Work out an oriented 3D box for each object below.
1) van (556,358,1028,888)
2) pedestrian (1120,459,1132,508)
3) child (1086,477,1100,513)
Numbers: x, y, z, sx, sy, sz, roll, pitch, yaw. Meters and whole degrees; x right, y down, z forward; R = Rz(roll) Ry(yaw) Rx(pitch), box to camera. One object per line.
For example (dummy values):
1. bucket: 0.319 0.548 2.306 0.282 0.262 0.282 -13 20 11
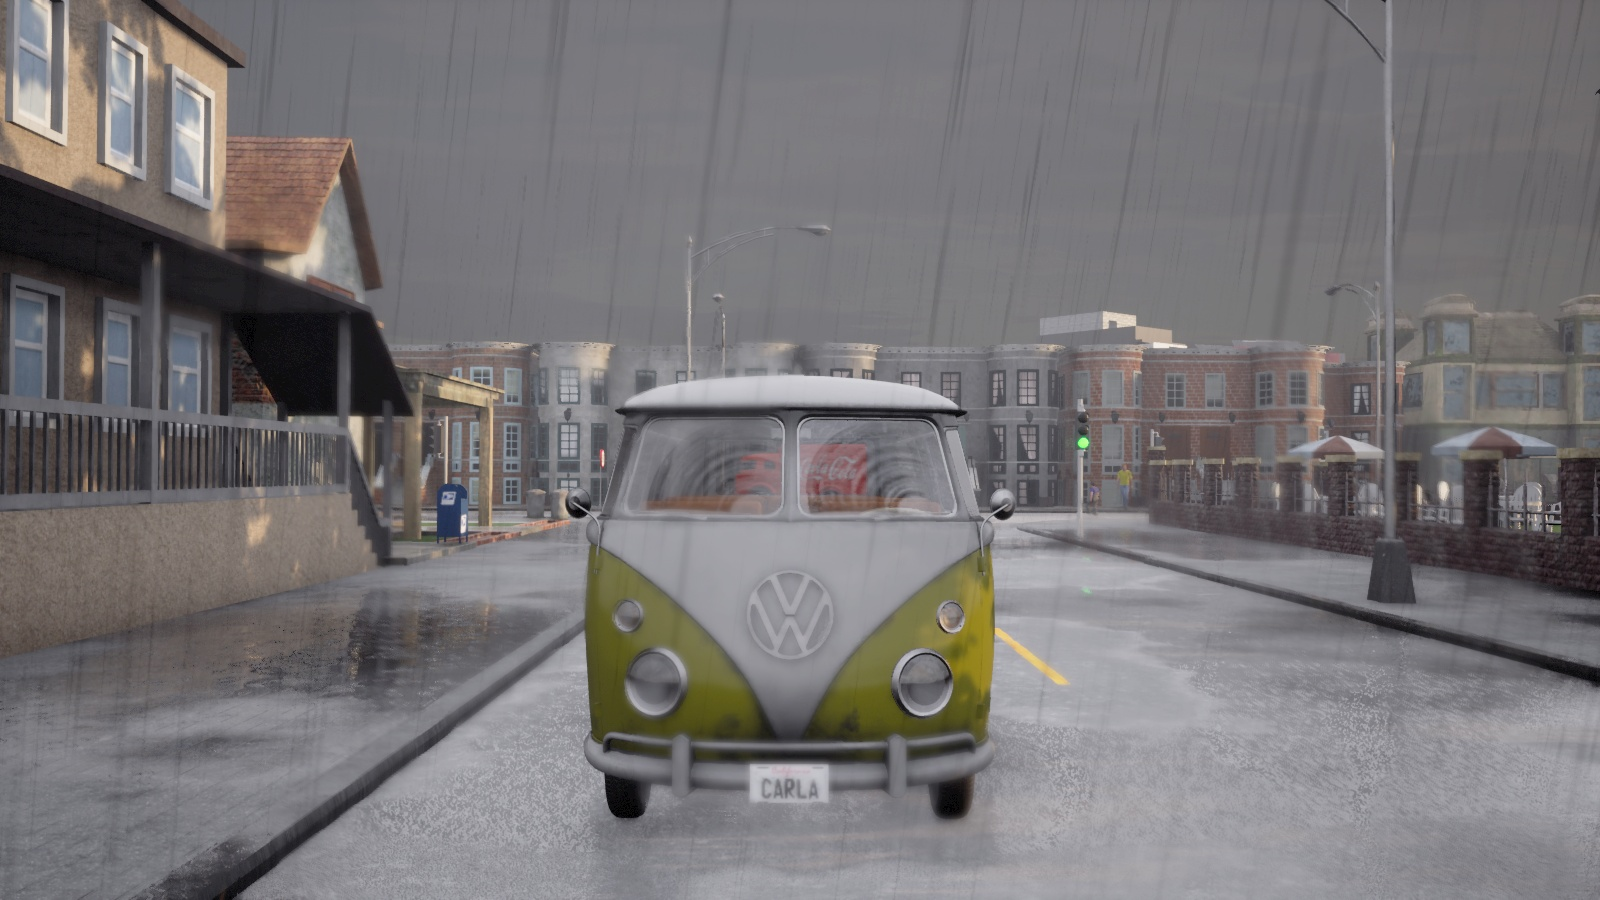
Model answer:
1. van: -0.043 0.684 6.958 1.775 1.987 4.442 0 -1 0
2. pedestrian: 12.470 1.279 48.012 0.354 1.836 0.706 -1 -1 22
3. child: 10.459 1.596 44.799 0.270 1.263 0.437 0 -1 -30
